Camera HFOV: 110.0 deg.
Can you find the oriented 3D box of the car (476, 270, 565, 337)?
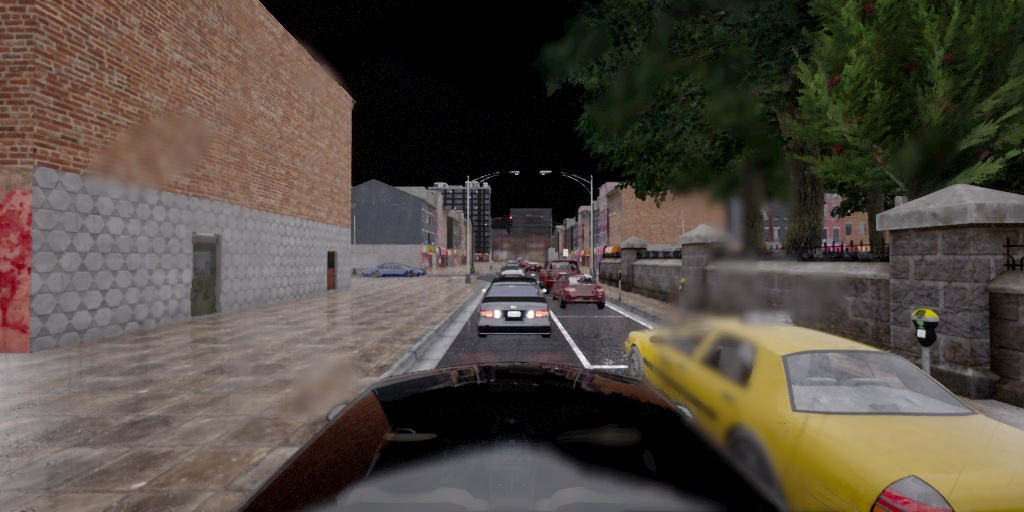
[{"bbox_3d":[0.063,1.300,10.241,2.033,1.411,5.357,0,0,0],"label":"car"}]

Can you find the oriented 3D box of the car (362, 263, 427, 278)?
[{"bbox_3d":[-10.344,1.294,31.790,5.357,1.411,2.033,0,-1,-2],"label":"car"}]

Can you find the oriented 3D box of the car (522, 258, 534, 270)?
[{"bbox_3d":[2.613,1.357,46.601,1.888,1.381,4.507,0,0,0],"label":"car"}]

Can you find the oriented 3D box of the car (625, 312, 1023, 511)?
[{"bbox_3d":[2.639,1.276,3.995,1.751,1.417,4.829,0,0,0],"label":"car"}]

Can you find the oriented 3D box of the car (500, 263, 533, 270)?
[{"bbox_3d":[0.015,1.288,19.953,1.812,1.442,4.674,0,0,1],"label":"car"}]

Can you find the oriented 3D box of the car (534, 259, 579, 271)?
[{"bbox_3d":[2.629,1.077,20.172,2.192,1.841,5.009,0,0,0],"label":"car"}]

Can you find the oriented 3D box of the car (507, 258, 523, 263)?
[{"bbox_3d":[0.087,1.314,51.089,2.128,1.511,4.902,0,0,0],"label":"car"}]

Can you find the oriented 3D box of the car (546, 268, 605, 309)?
[{"bbox_3d":[2.633,1.338,14.723,1.802,1.307,4.207,0,0,0],"label":"car"}]
